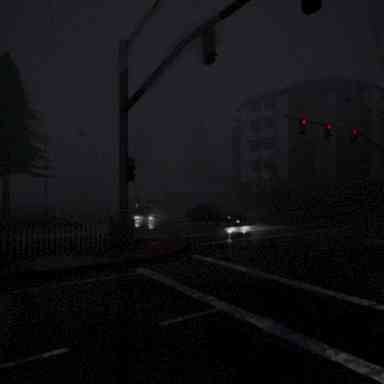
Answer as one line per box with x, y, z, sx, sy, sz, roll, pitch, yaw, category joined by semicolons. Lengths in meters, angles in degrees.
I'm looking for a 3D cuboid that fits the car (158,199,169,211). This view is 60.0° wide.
-4.717;1.545;39.724;2.033;1.411;5.357;0;0;-34;car

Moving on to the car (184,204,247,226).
1.503;1.546;23.901;2.033;1.411;5.357;0;0;-34;car

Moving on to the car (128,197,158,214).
-5.778;1.350;34.707;2.097;1.767;4.553;0;0;-34;car
